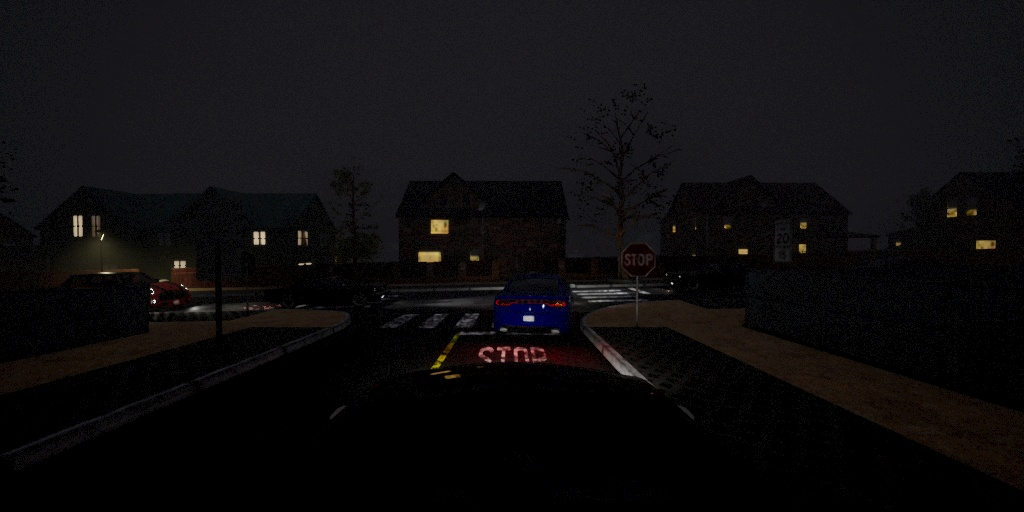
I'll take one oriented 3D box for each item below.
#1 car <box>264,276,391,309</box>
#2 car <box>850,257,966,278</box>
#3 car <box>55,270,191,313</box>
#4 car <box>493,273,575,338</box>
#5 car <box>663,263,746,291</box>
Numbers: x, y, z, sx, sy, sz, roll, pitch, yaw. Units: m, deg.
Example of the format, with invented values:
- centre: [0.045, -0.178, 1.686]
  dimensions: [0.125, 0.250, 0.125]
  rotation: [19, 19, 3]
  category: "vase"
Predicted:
- centre: [-7.810, 1.506, 15.540]
  dimensions: [4.718, 1.301, 1.895]
  rotation: [-1, 1, 0]
  category: "car"
- centre: [20.057, 0.754, 18.501]
  dimensions: [5.357, 1.411, 2.033]
  rotation: [-1, 1, 0]
  category: "car"
- centre: [-16.798, 1.471, 15.533]
  dimensions: [4.553, 1.767, 2.097]
  rotation: [-1, 1, 0]
  category: "car"
- centre: [0.787, 1.226, 10.331]
  dimensions: [1.882, 1.535, 5.008]
  rotation: [0, 0, 10]
  category: "car"
- centre: [10.412, 1.034, 18.465]
  dimensions: [4.718, 1.301, 1.895]
  rotation: [-1, 1, -1]
  category: "car"
